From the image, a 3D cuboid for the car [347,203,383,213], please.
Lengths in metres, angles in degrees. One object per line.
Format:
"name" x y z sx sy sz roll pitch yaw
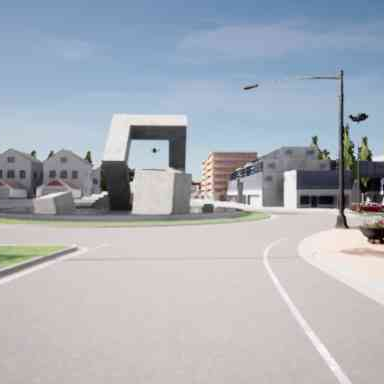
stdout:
"car" 23.023 2.119 43.562 4.718 1.301 1.895 0 -1 11
